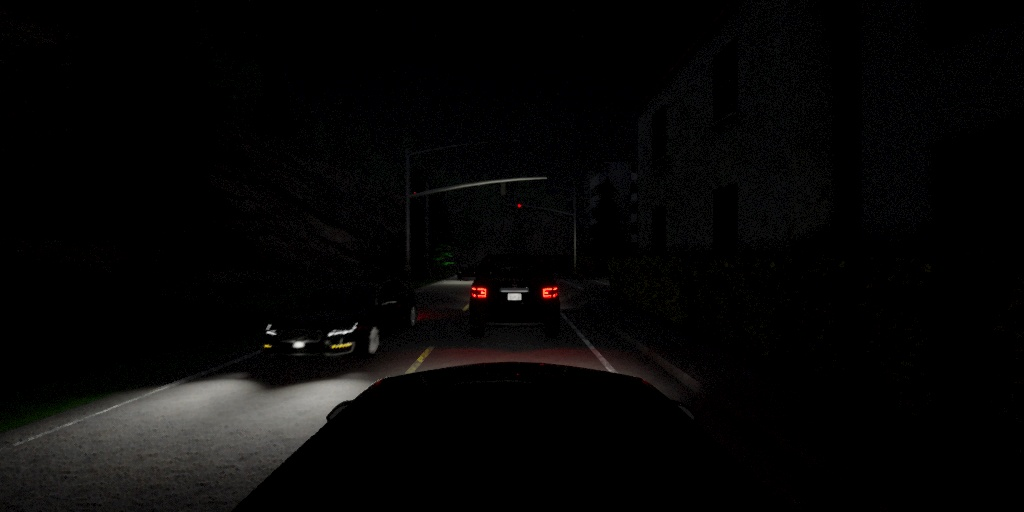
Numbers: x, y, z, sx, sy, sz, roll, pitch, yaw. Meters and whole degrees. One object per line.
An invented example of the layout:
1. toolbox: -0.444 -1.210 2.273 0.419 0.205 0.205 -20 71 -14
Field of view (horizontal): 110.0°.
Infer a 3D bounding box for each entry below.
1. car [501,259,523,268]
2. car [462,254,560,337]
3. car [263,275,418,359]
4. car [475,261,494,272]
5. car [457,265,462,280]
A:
1. car: 0.057 1.275 62.962 1.812 1.442 4.674 0 0 27
2. car: 0.063 0.971 10.403 2.150 2.045 5.566 0 0 0
3. car: -3.613 1.255 8.501 1.837 1.490 4.892 0 0 0
4. car: -3.507 1.350 46.266 1.895 1.301 4.718 0 0 2
5. car: -3.642 1.227 31.599 1.882 1.535 5.008 0 0 0
